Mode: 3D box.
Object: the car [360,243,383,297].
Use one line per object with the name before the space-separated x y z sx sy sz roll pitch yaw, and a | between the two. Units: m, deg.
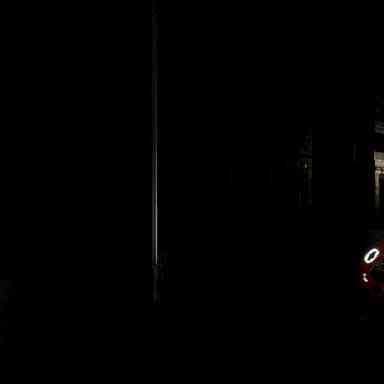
car | 5.795 1.352 7.505 4.553 1.767 2.097 0 0 -35
